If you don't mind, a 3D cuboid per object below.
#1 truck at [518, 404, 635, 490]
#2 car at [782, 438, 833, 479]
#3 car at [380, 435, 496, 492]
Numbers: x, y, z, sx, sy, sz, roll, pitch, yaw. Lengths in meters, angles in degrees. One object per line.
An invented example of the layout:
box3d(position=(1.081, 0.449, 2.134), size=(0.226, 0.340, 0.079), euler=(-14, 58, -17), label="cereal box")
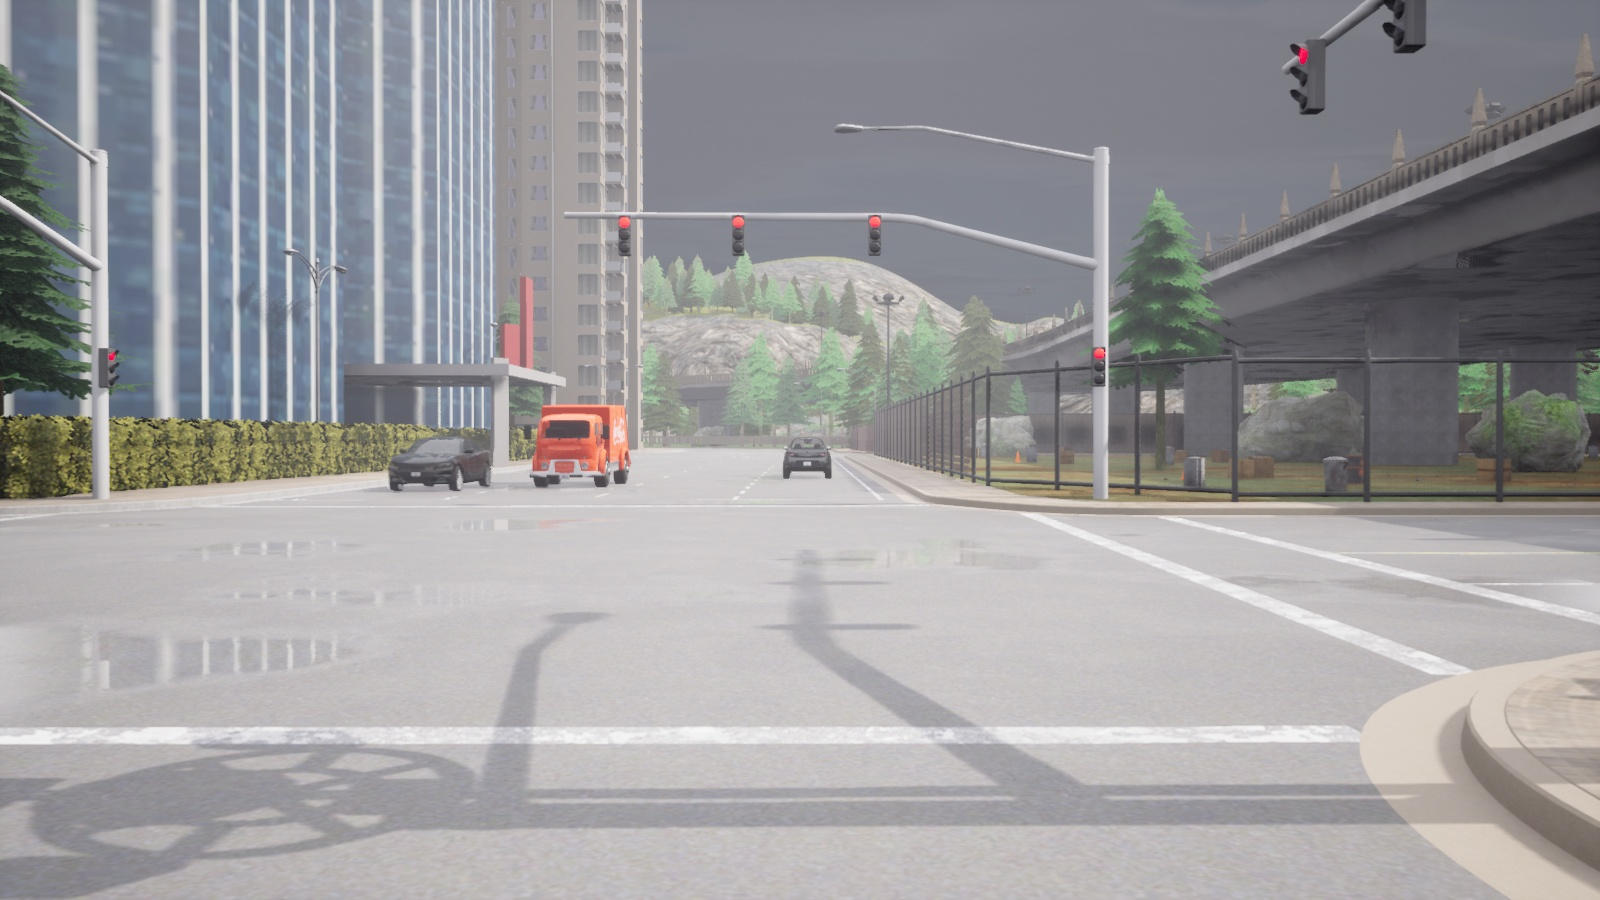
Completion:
box3d(position=(-6.769, -0.167, 38.712), size=(2.627, 2.467, 5.204), euler=(0, 2, 0), label="truck")
box3d(position=(0.276, 0.276, 46.569), size=(1.816, 1.474, 4.193), euler=(0, 1, 0), label="car")
box3d(position=(-10.283, 0.341, 36.071), size=(1.882, 1.535, 5.008), euler=(0, 1, 0), label="car")
